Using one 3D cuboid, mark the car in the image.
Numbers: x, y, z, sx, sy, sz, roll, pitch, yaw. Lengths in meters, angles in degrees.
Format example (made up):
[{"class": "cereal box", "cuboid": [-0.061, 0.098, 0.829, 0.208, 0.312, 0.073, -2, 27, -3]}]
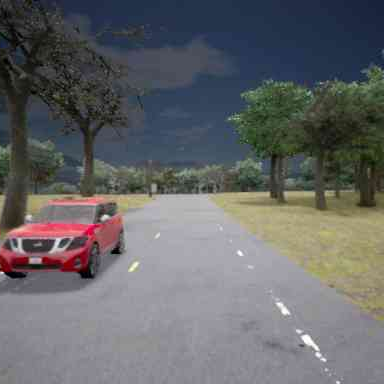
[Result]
[{"class": "car", "cuboid": [-3.594, 1.222, 10.405, 2.150, 2.045, 5.566, 0, 0, 0]}]
